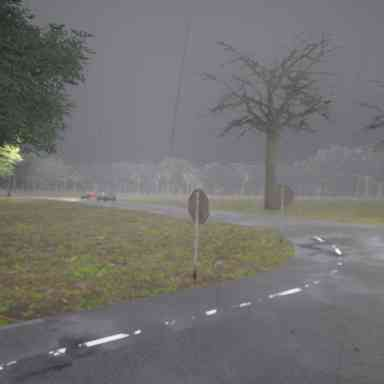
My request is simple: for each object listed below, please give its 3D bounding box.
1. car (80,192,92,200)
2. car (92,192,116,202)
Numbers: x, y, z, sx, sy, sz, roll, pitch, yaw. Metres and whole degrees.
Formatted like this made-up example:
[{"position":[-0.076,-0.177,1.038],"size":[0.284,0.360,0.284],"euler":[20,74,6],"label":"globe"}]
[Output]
[{"position":[-18.526,0.732,59.848],"size":[1.882,1.535,5.008],"euler":[3,-1,-36],"label":"car"},{"position":[-13.763,0.781,53.292],"size":[2.128,1.511,4.902],"euler":[3,-1,-35],"label":"car"}]
